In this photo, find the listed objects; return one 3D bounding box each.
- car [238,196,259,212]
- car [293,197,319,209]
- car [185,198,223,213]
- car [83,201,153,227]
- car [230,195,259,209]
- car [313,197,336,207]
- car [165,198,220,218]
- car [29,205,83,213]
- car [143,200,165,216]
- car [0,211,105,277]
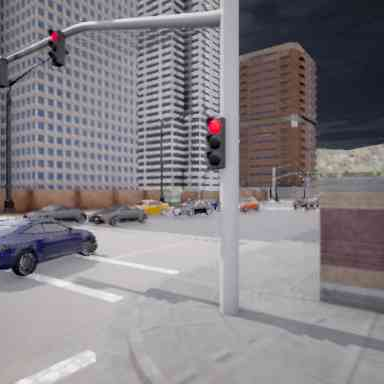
[{"bbox_3d":[5.929,1.357,38.258,2.097,1.767,4.553,0,0,36],"label":"car"},{"bbox_3d":[15.144,1.508,44.661,1.837,1.490,4.892,0,0,36],"label":"car"},{"bbox_3d":[1.439,1.484,38.047,1.882,1.535,5.008,0,0,36],"label":"car"},{"bbox_3d":[-5.052,1.569,23.183,1.994,1.385,4.181,0,0,36],"label":"car"},{"bbox_3d":[7.337,1.358,46.100,2.097,1.767,4.553,0,0,36],"label":"car"},{"bbox_3d":[21.116,1.551,52.868,2.033,1.411,5.357,0,0,36],"label":"car"},{"bbox_3d":[0.152,1.497,30.340,2.128,1.511,4.902,0,0,36],"label":"car"},{"bbox_3d":[-9.455,1.570,23.059,1.994,1.385,4.181,0,0,36],"label":"car"},{"bbox_3d":[-4.180,1.484,30.337,1.882,1.535,5.008,0,0,36],"label":"car"},{"bbox_3d":[-4.877,1.529,10.349,1.812,1.442,4.674,-1,0,17],"label":"car"}]
